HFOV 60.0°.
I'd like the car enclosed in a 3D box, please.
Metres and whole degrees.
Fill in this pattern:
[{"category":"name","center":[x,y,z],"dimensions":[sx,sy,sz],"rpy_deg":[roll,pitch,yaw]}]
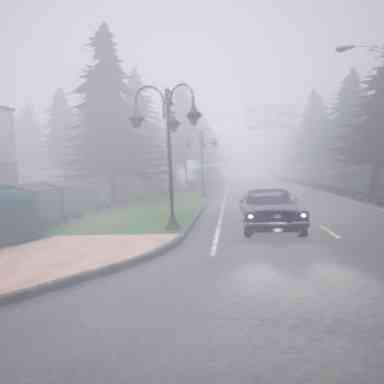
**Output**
[{"category":"car","center":[2.613,0.589,11.373],"dimensions":[1.895,1.301,4.718],"rpy_deg":[-2,4,7]}]
